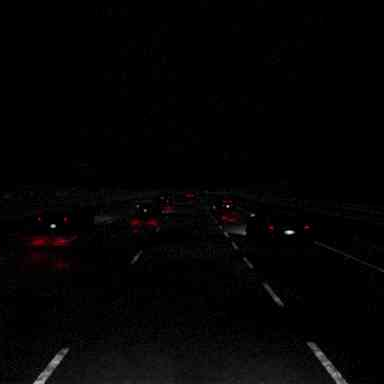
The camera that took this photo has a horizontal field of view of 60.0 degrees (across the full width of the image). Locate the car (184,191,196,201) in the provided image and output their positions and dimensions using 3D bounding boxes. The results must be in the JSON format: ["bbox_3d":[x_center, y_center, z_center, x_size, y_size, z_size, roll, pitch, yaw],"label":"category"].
[{"bbox_3d":[-0.328,0.777,58.954,1.837,1.490,4.892,0,0,0],"label":"car"}]

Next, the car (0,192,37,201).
[{"bbox_3d":[-21.321,1.026,40.753,1.994,1.385,4.181,0,1,0],"label":"car"}]

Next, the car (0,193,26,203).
[{"bbox_3d":[-28.367,0.848,52.713,1.812,1.442,4.674,0,1,0],"label":"car"}]

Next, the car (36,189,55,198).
[{"bbox_3d":[-24.873,0.519,55.714,2.150,2.045,5.566,0,0,0],"label":"car"}]

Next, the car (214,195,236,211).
[{"bbox_3d":[3.412,1.067,34.198,1.837,1.490,4.892,0,1,0],"label":"car"}]

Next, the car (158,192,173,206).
[{"bbox_3d":[-3.637,0.787,42.825,2.097,1.767,4.553,0,1,0],"label":"car"}]

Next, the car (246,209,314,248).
[{"bbox_3d":[3.525,1.406,14.040,1.994,1.385,4.181,0,1,0],"label":"car"}]

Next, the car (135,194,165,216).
[{"bbox_3d":[-3.552,1.186,27.495,1.812,1.442,4.674,0,1,0],"label":"car"}]

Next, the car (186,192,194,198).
[{"bbox_3d":[-0.446,0.732,79.926,1.837,1.490,4.892,0,0,0],"label":"car"}]

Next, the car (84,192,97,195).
[{"bbox_3d":[-17.883,0.753,58.844,1.882,1.535,5.008,0,0,0],"label":"car"}]

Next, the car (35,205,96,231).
[{"bbox_3d":[-7.001,1.379,18.967,1.895,1.301,4.718,0,1,0],"label":"car"}]
